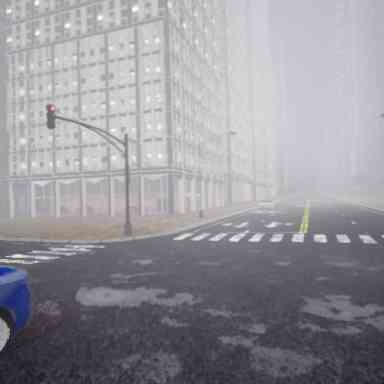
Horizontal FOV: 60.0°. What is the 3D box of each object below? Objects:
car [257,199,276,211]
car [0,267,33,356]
[{"bbox_3d":[9.701,1.638,43.154,1.812,1.442,4.674,-2,-1,20],"label":"car"},{"bbox_3d":[-4.204,1.687,3.691,1.882,1.535,5.008,-2,-1,20],"label":"car"}]
